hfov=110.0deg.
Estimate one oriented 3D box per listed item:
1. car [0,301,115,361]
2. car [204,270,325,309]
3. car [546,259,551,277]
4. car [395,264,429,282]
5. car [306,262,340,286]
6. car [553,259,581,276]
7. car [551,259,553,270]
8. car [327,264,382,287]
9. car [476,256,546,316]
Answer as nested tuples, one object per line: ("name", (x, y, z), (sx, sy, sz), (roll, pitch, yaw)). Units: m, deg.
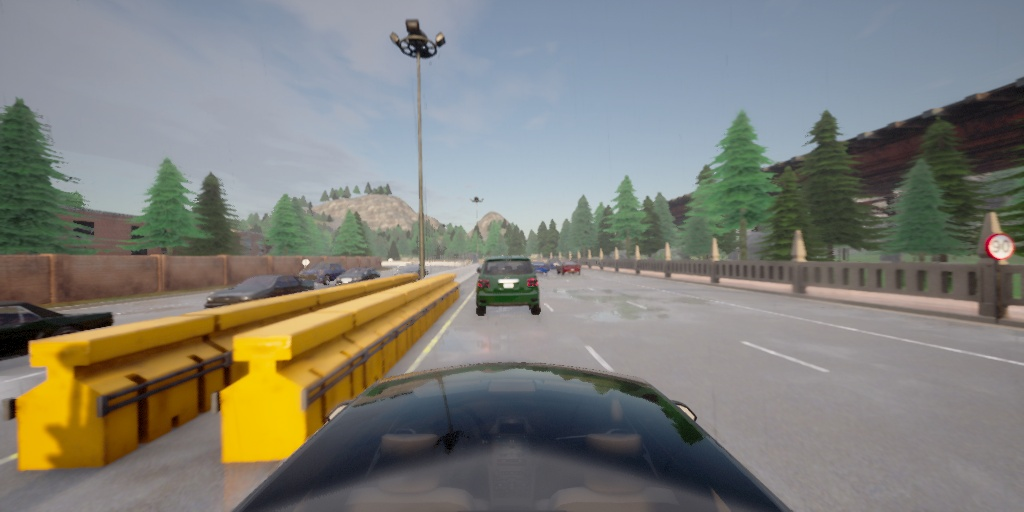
("car", (-10.669, 1.577, 6.536), (1.895, 1.301, 4.718), (-1, 0, -2))
("car", (-10.970, 1.567, 16.271), (2.033, 1.411, 5.357), (-1, 0, -2))
("car", (2.568, 1.315, 37.494), (1.882, 1.535, 5.008), (-1, 0, -2))
("car", (-7.747, 1.333, 28.204), (1.812, 1.442, 4.674), (-1, 0, -2))
("car", (-14.746, 1.299, 28.017), (2.097, 1.767, 4.553), (-1, 0, -2))
("car", (5.979, 1.252, 38.338), (1.882, 1.535, 5.008), (-1, 0, -2))
("car", (5.617, 1.175, 49.183), (2.097, 1.767, 4.553), (-1, 0, -1))
("car", (-11.281, 1.557, 26.667), (2.128, 1.511, 4.902), (-1, 0, -2))
("car", (-0.195, 1.024, 13.970), (2.150, 2.045, 5.566), (-1, 0, -2))
